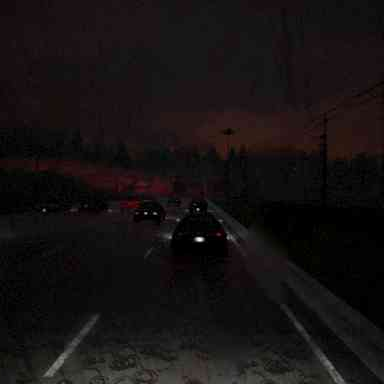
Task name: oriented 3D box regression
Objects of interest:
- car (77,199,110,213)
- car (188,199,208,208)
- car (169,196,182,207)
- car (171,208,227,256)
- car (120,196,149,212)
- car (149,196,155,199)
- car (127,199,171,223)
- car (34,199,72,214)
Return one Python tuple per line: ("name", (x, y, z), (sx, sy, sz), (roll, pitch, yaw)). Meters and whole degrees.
("car", (-9.873, 1.373, 33.697), (2.033, 1.411, 5.357), (1, 0, 1))
("car", (0.657, 1.465, 35.468), (1.837, 1.490, 4.892), (1, 0, 1))
("car", (-2.611, 1.391, 49.196), (2.128, 1.511, 4.902), (1, 0, 1))
("car", (0.280, 1.550, 13.069), (1.994, 1.385, 4.181), (1, 0, 1))
("car", (-6.420, 1.218, 36.730), (2.097, 1.767, 4.553), (1, 0, 1))
("car", (-6.214, 1.360, 48.214), (1.837, 1.490, 4.892), (1, 1, 1))
("car", (-3.026, 1.474, 24.597), (2.033, 1.411, 5.357), (1, 0, 1))
("car", (-13.395, 1.382, 32.450), (1.895, 1.301, 4.718), (1, 0, 1))
